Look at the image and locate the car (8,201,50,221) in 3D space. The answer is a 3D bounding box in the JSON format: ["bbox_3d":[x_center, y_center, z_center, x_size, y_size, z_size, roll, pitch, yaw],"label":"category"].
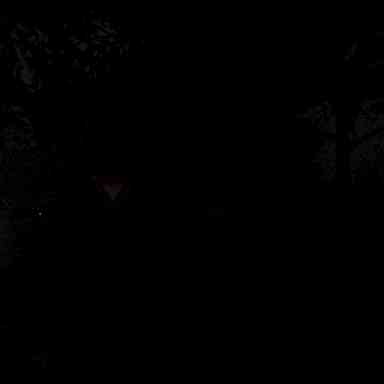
[{"bbox_3d":[-13.060,1.430,26.567,2.128,1.511,4.902,0,0,-45],"label":"car"}]
